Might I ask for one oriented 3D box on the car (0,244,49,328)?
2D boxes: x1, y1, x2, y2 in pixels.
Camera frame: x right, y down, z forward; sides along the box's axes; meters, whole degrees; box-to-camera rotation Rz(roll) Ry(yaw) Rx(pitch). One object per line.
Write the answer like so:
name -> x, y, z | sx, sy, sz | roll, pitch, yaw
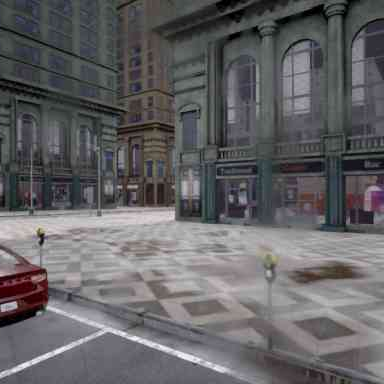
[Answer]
car -> -4.493, 1.545, 6.170 | 4.507, 1.381, 1.887 | 0, 0, 35
